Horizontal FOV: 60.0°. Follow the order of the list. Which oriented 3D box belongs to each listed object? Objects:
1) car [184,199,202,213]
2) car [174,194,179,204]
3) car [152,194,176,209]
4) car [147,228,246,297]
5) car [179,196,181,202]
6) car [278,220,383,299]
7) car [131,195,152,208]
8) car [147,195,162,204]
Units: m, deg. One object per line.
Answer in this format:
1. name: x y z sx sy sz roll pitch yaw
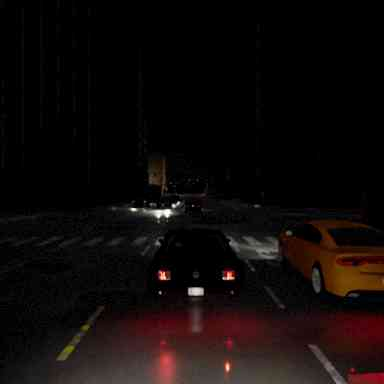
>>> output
1. car: 0.100 1.413 35.303 2.033 1.411 5.357 0 0 0
2. car: -3.575 1.429 54.696 1.994 1.385 4.181 0 0 0
3. car: -3.581 1.386 43.002 2.128 1.511 4.902 0 0 -1
4. car: 0.065 1.580 8.473 1.895 1.301 4.718 0 0 0
5. car: -3.496 1.234 71.090 2.128 1.511 4.902 0 0 0
6. car: 3.596 1.456 8.490 1.882 1.535 5.008 0 0 1
7. car: -7.079 1.239 46.142 2.097 1.767 4.553 0 0 0
8. car: -7.030 1.393 62.771 2.033 1.411 5.357 0 0 1
